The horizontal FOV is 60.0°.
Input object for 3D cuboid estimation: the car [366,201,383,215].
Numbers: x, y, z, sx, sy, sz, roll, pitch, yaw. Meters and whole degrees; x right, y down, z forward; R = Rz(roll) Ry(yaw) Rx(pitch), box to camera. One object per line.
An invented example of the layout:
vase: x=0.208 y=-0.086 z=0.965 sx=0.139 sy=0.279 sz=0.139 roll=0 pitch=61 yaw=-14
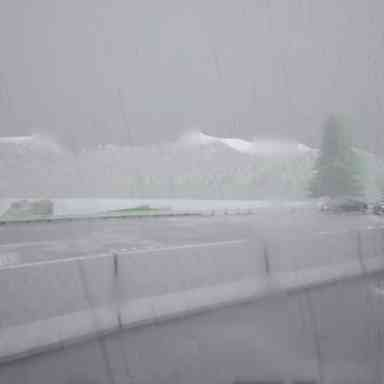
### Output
car: x=18.443 y=1.223 z=29.909 sx=4.553 sy=1.767 sz=2.097 roll=0 pitch=0 yaw=-23

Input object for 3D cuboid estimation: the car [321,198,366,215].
car: x=14.700 y=1.355 z=32.091 sx=4.902 sy=1.511 sz=2.128 roll=0 pitch=0 yaw=-24
